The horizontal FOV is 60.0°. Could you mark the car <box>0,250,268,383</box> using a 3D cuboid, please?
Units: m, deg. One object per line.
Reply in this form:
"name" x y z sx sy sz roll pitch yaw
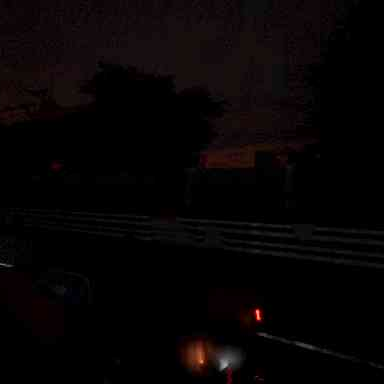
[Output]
"car" -1.418 1.582 5.003 4.718 1.301 1.895 0 0 35
